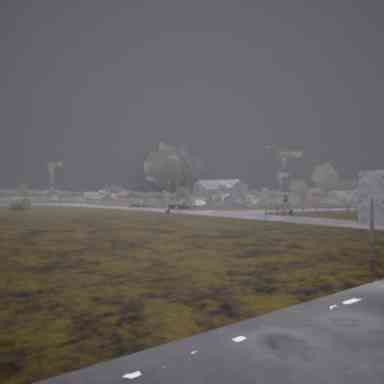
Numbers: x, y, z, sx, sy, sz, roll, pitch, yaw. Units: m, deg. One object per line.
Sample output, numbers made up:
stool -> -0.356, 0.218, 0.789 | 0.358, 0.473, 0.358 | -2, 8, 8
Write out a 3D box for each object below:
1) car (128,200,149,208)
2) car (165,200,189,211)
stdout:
car -> -10.029, 2.289, 62.259 | 2.033, 1.411, 5.357 | 0, -1, -36
car -> -2.418, 2.072, 51.692 | 1.837, 1.490, 4.892 | 0, 0, -35
